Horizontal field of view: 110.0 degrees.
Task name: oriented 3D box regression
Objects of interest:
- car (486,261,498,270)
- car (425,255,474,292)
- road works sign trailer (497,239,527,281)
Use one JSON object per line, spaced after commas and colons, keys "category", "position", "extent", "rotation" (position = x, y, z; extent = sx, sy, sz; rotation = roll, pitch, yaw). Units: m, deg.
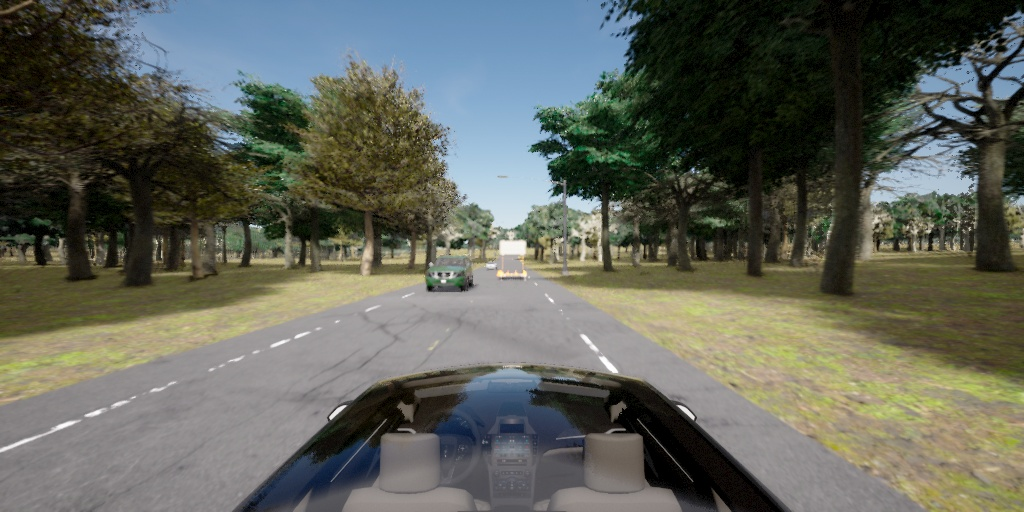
{"category": "car", "position": [-3.521, 1.659, 62.196], "extent": [1.812, 1.442, 4.674], "rotation": [0, 0, 0]}
{"category": "car", "position": [-3.593, 0.977, 21.575], "extent": [2.150, 2.045, 5.566], "rotation": [0, 0, 0]}
{"category": "road works sign trailer", "position": [0.064, 0.314, 31.820], "extent": [2.380, 3.560, 2.880], "rotation": [0, 0, -2]}
